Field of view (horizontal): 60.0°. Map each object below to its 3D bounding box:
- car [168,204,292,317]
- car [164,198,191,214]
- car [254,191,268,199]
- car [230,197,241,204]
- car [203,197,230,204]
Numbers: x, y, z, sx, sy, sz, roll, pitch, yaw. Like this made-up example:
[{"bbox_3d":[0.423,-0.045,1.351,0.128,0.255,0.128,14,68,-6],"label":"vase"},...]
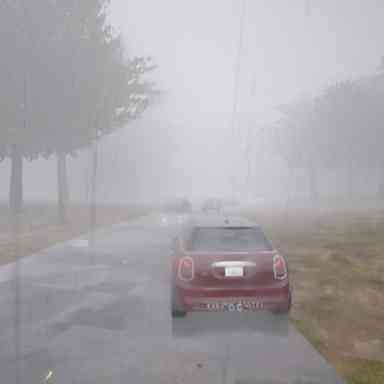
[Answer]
[{"bbox_3d":[0.565,1.322,7.597,2.097,1.767,4.553,0,0,-3],"label":"car"},{"bbox_3d":[-1.389,1.350,33.775,1.882,1.535,5.008,0,0,13],"label":"car"},{"bbox_3d":[14.830,0.616,71.408,2.128,1.511,4.902,0,1,29],"label":"car"},{"bbox_3d":[5.381,1.359,45.729,1.895,1.301,4.718,0,1,22],"label":"car"},{"bbox_3d":[2.394,1.405,35.851,2.033,1.411,5.357,0,0,14],"label":"car"}]
